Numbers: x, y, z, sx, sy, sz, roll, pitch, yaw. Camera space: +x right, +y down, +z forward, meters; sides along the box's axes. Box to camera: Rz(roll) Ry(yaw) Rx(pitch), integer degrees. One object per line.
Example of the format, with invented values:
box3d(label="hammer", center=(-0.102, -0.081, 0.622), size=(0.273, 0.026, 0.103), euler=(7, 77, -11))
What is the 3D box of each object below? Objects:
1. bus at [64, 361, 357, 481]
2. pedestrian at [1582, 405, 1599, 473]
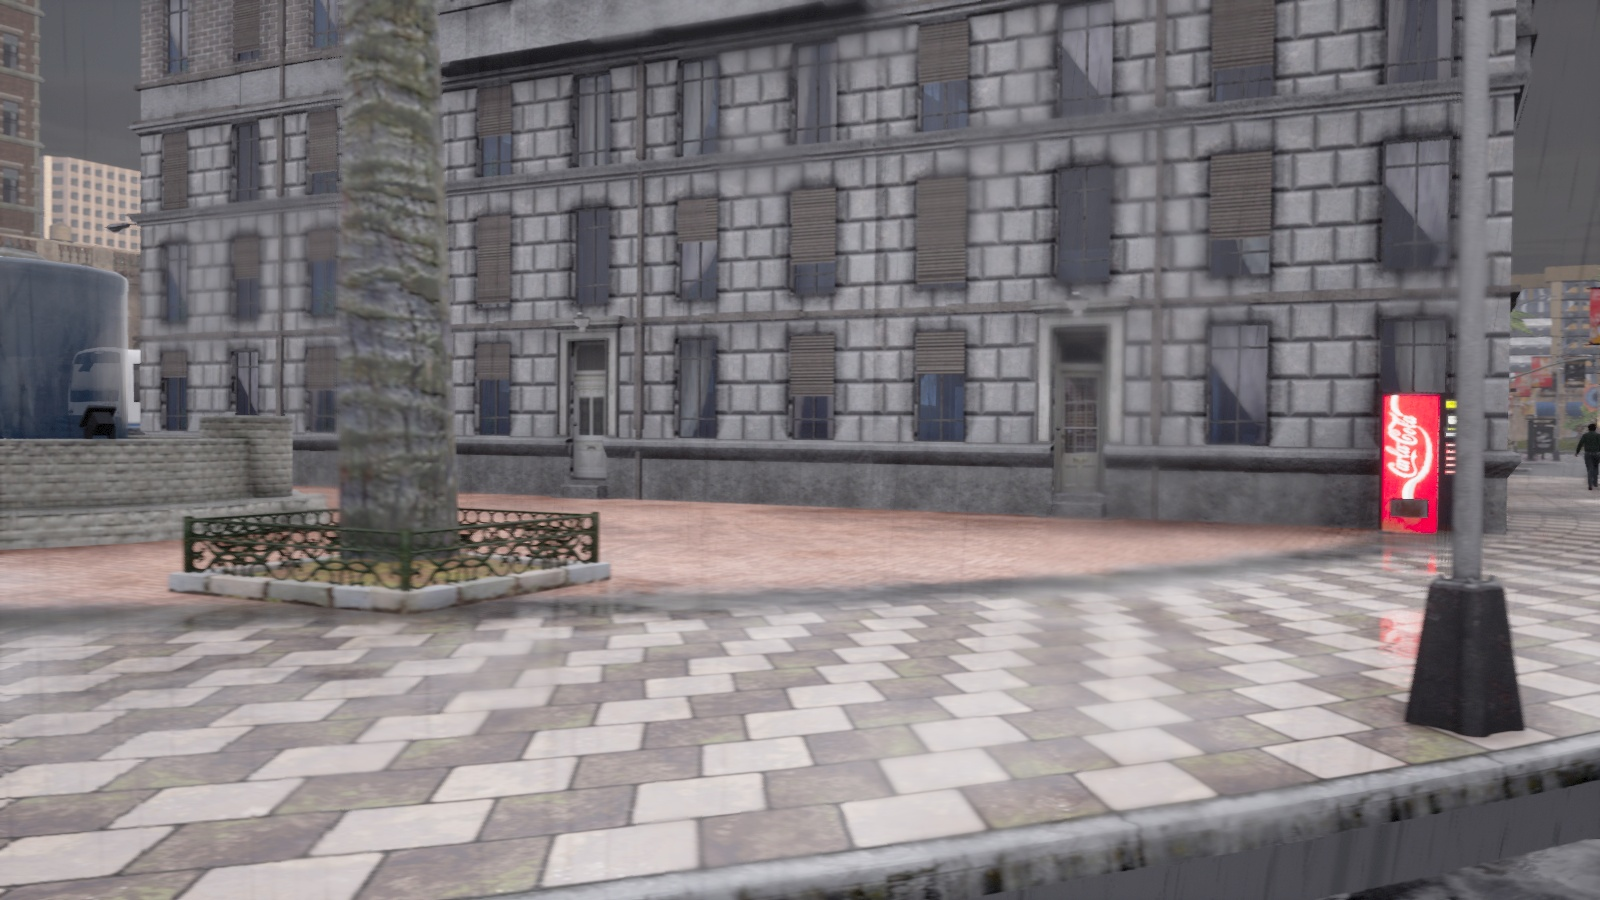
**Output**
box3d(label="bus", center=(-23.022, -1.074, 49.946), size=(3.944, 4.253, 10.273), euler=(0, 0, 26))
box3d(label="pedestrian", center=(21.632, -0.307, 34.368), size=(0.353, 1.847, 0.614), euler=(0, 1, 34))
